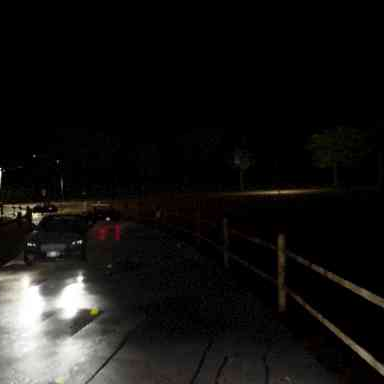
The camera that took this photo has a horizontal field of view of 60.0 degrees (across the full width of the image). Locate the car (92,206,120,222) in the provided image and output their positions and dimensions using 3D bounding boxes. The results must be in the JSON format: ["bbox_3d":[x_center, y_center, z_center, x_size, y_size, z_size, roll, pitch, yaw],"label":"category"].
[{"bbox_3d":[-7.239,1.725,26.355,1.895,1.301,4.718,-1,0,-29],"label":"car"}]

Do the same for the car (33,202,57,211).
[{"bbox_3d":[-17.878,1.942,40.516,1.994,1.385,4.181,-2,0,-40],"label":"car"}]

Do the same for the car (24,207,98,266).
[{"bbox_3d":[-4.666,1.546,12.038,2.128,1.511,4.902,-1,0,-15],"label":"car"}]
